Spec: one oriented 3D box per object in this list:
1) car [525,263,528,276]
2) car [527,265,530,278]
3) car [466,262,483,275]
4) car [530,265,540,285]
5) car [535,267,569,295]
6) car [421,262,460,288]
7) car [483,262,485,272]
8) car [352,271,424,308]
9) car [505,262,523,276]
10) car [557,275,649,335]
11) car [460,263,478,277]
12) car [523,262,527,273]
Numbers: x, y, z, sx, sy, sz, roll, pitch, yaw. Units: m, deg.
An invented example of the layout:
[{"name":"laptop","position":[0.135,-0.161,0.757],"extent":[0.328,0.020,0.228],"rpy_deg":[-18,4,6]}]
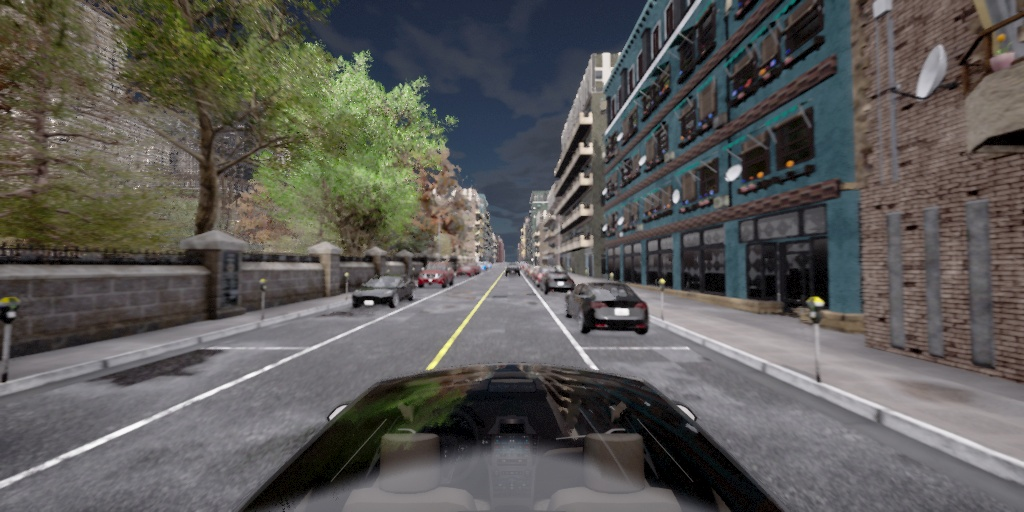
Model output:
[{"name":"car","position":[2.693,1.772,38.685],"extent":[1.751,1.417,4.829],"rpy_deg":[0,0,0]},{"name":"car","position":[2.693,1.717,32.991],"extent":[1.888,1.381,4.507],"rpy_deg":[0,0,0]},{"name":"car","position":[-5.687,1.712,49.561],"extent":[2.192,1.841,5.009],"rpy_deg":[0,0,0]},{"name":"car","position":[2.693,1.537,27.469],"extent":[1.967,1.591,4.097],"rpy_deg":[0,0,0]},{"name":"car","position":[2.693,1.589,21.947],"extent":[1.948,1.339,4.313],"rpy_deg":[0,0,0]},{"name":"car","position":[-5.688,1.413,27.470],"extent":[2.192,1.841,5.009],"rpy_deg":[0,0,0]},{"name":"car","position":[-5.687,2.017,55.084],"extent":[1.888,1.381,4.507],"rpy_deg":[0,0,0]},{"name":"car","position":[-5.688,1.515,16.424],"extent":[1.948,1.339,4.313],"rpy_deg":[0,0,0]},{"name":"car","position":[0.101,1.843,47.216],"extent":[1.882,1.535,5.008],"rpy_deg":[0,-1,0]},{"name":"car","position":[2.692,1.440,10.900],"extent":[1.948,1.339,4.313],"rpy_deg":[0,0,0]},{"name":"car","position":[-5.687,1.867,44.039],"extent":[1.888,1.381,4.507],"rpy_deg":[0,0,0]},{"name":"car","position":[2.694,1.762,44.038],"extent":[1.967,1.591,4.097],"rpy_deg":[0,0,0]}]
